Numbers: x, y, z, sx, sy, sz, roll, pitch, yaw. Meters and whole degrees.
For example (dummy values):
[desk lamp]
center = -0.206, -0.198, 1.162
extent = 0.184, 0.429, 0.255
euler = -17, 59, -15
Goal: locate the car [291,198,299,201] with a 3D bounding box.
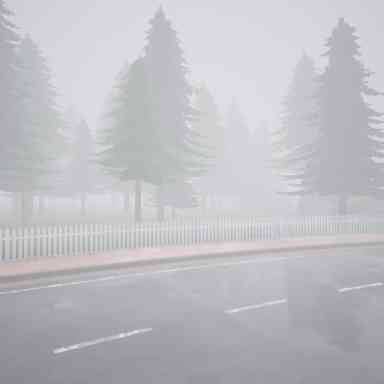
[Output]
[car]
center = 20.415, 1.273, 62.216
extent = 2.150, 2.045, 5.566
euler = 0, 0, -4
